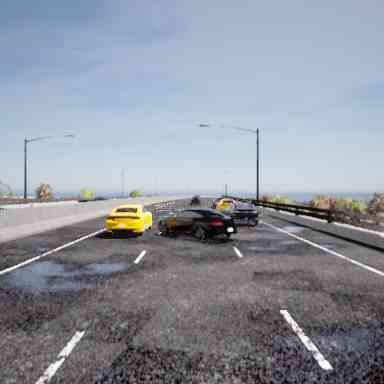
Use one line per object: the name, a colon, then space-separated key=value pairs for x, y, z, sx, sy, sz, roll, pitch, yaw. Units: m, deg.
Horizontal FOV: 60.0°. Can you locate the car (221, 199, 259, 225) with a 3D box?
car: x=3.504 y=1.499 z=23.692 sx=2.128 sy=1.511 sz=4.902 roll=0 pitch=0 yaw=0

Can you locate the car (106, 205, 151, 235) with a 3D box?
car: x=-3.415 y=1.480 z=18.771 sx=1.882 sy=1.535 sz=5.008 roll=0 pitch=0 yaw=0

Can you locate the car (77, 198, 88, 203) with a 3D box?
car: x=-20.275 y=1.708 z=63.668 sx=1.895 sy=1.301 sz=4.718 roll=0 pitch=0 yaw=2

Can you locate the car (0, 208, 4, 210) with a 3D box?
car: x=-14.099 y=1.497 z=21.501 sx=2.128 sy=1.511 sz=4.902 roll=0 pitch=0 yaw=0

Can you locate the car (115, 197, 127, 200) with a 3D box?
car: x=-13.321 y=1.651 z=62.695 sx=2.033 sy=1.411 sz=5.357 roll=0 pitch=0 yaw=2

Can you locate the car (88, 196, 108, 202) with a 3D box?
car: x=-16.883 y=1.577 z=61.069 sx=1.882 sy=1.535 sz=5.008 roll=0 pitch=0 yaw=2

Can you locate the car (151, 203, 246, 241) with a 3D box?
car: x=0.191 y=1.527 z=16.645 sx=1.812 sy=1.442 sz=4.674 roll=0 pitch=0 yaw=-42

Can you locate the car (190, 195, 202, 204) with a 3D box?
car: x=0.677 y=1.599 z=59.691 sx=1.837 sy=1.490 sz=4.892 roll=0 pitch=0 yaw=2

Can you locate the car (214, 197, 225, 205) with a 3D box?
car: x=3.616 y=1.501 z=34.614 sx=1.882 sy=1.535 sz=5.008 roll=0 pitch=0 yaw=1

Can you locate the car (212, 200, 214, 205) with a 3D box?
car: x=3.797 y=1.482 z=45.536 sx=2.033 sy=1.649 sz=4.856 roll=0 pitch=0 yaw=1

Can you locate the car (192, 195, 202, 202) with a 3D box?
car: x=1.243 y=1.501 z=78.052 sx=2.097 sy=1.767 sz=4.553 roll=0 pitch=0 yaw=2
